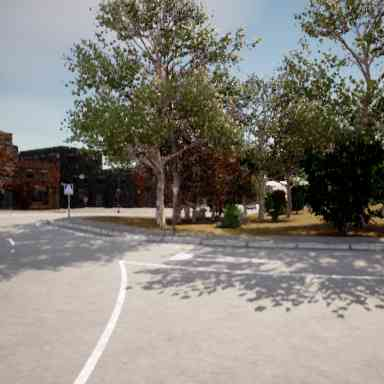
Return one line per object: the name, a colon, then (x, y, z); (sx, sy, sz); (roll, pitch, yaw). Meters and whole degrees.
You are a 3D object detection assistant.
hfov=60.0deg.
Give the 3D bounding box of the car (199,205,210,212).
car: (3.885, 4.686, 93.762); (2.435, 2.045, 5.566); (0, -2, 26)
